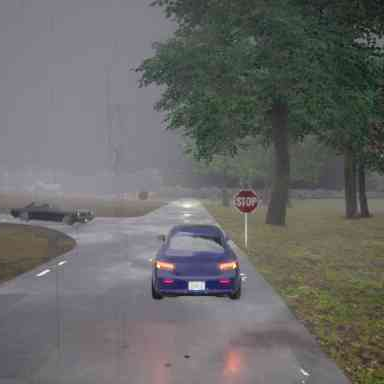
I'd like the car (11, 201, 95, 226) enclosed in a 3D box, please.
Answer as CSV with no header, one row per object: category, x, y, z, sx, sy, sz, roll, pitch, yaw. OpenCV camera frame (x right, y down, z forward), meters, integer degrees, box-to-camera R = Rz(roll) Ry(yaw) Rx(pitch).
car,-8.287,1.246,20.004,4.718,1.301,1.895,3,-1,15

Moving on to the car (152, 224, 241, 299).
car,0.089,1.530,8.305,1.812,1.442,4.674,0,0,0
